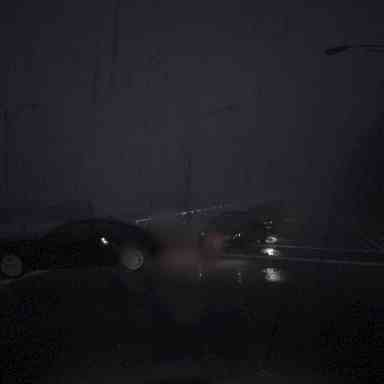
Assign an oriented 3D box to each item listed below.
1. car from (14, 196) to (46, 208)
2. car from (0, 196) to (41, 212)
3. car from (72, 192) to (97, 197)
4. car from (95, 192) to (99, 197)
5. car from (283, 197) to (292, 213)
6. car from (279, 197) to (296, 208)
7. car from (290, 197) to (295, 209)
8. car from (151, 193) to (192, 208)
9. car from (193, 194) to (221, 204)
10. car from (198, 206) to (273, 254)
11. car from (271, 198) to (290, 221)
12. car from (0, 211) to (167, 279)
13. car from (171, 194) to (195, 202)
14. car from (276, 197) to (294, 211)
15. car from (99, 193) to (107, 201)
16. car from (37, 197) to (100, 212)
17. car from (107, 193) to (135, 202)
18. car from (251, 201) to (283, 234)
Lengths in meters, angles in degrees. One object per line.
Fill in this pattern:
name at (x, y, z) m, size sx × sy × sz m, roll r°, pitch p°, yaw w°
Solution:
car at (-21.560, 1.274, 44.300) m, size 3.633 × 1.501 × 1.845 m, roll 0°, pitch 0°, yaw 19°
car at (-15.021, 1.356, 29.404) m, size 3.806 × 1.475 × 1.970 m, roll 0°, pitch 0°, yaw 19°
car at (-18.298, 1.250, 53.746) m, size 4.514 × 1.523 × 2.007 m, roll 0°, pitch 0°, yaw 19°
car at (-21.647, 1.300, 68.006) m, size 3.806 × 1.475 × 1.970 m, roll 0°, pitch 0°, yaw 19°
car at (7.845, 1.488, 30.447) m, size 1.837 × 1.490 × 4.892 m, roll 0°, pitch 0°, yaw 19°
car at (13.687, 1.470, 47.601) m, size 2.128 × 1.511 × 4.902 m, roll 0°, pitch 0°, yaw 19°
car at (9.902, 1.545, 36.480) m, size 1.994 × 1.385 × 4.181 m, roll 0°, pitch 0°, yaw 19°
car at (-2.836, 1.075, 41.738) m, size 4.605 × 1.855 × 1.932 m, roll 0°, pitch 0°, yaw 19°
car at (1.835, 1.127, 56.732) m, size 5.027 × 1.636 × 2.152 m, roll 0°, pitch 0°, yaw 19°
car at (1.862, 1.514, 13.846) m, size 1.812 × 1.442 × 4.674 m, roll 0°, pitch 0°, yaw 25°
car at (5.951, 1.476, 24.889) m, size 2.128 × 1.511 × 4.902 m, roll 0°, pitch 0°, yaw 19°
car at (-3.258, 1.475, 9.836) m, size 5.008 × 1.535 × 1.882 m, roll 0°, pitch 0°, yaw -15°
car at (-1.894, 1.259, 68.651) m, size 4.514 × 1.523 × 2.007 m, roll 0°, pitch 0°, yaw 19°
car at (11.790, 1.485, 42.030) m, size 1.837 × 1.490 × 4.892 m, roll 0°, pitch 0°, yaw 19°
car at (-19.997, 1.016, 70.956) m, size 3.866 × 1.878 × 1.905 m, roll 0°, pitch 0°, yaw 19°
car at (-8.957, 1.356, 24.191) m, size 3.633 × 1.501 × 1.845 m, roll 0°, pitch 0°, yaw 19°
car at (-13.608, 1.047, 65.308) m, size 4.605 × 1.855 × 1.932 m, roll 0°, pitch 0°, yaw 19°
car at (4.024, 1.490, 19.248) m, size 1.837 × 1.490 × 4.892 m, roll 0°, pitch 0°, yaw 19°
